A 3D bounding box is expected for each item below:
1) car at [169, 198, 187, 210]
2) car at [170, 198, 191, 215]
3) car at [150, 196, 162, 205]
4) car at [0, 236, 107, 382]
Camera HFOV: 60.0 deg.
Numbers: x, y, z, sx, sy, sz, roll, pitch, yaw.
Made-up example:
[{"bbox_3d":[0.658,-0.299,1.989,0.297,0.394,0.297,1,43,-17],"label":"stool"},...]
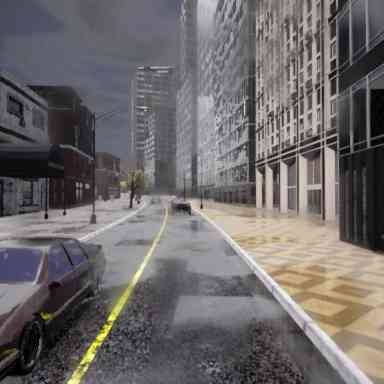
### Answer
[{"bbox_3d":[-1.918,1.524,43.939,2.033,1.411,5.357,0,0,-5],"label":"car"},{"bbox_3d":[-1.100,1.477,33.482,2.128,1.511,4.902,0,0,-4],"label":"car"},{"bbox_3d":[-6.179,1.450,57.104,2.128,1.511,4.902,0,0,-6],"label":"car"},{"bbox_3d":[-2.912,1.547,5.807,2.033,1.411,5.357,0,0,-1],"label":"car"}]
